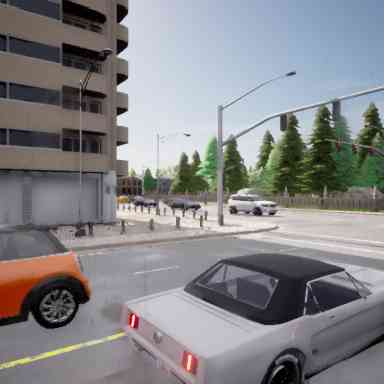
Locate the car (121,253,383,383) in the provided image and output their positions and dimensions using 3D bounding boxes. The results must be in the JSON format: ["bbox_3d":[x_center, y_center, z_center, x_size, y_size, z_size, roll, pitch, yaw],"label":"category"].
[{"bbox_3d":[1.516,1.601,4.858,4.718,1.301,1.895,0,0,-35],"label":"car"}]

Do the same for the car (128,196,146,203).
[{"bbox_3d":[-11.564,1.581,69.531,1.812,1.442,4.674,0,0,-36],"label":"car"}]

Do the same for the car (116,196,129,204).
[{"bbox_3d":[-14.180,1.533,67.183,1.882,1.535,5.008,0,0,-36],"label":"car"}]

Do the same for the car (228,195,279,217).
[{"bbox_3d":[5.900,1.280,32.905,2.150,2.045,5.566,0,0,-36],"label":"car"}]

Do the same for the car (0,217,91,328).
[{"bbox_3d":[-4.107,1.352,5.364,4.553,1.767,2.097,0,0,-35],"label":"car"}]

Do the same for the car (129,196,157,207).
[{"bbox_3d":[-7.253,1.603,51.245,2.033,1.411,5.357,0,0,-36],"label":"car"}]

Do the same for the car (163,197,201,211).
[{"bbox_3d":[-1.064,1.603,42.595,2.033,1.411,5.357,0,0,-36],"label":"car"}]
